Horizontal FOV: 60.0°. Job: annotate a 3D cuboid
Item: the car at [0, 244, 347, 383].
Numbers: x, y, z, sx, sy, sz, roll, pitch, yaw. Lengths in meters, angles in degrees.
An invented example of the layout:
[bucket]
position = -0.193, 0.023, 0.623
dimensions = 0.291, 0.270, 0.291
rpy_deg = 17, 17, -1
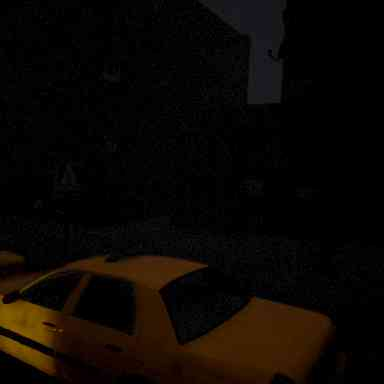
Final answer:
[car]
position = -1.039, 1.444, 4.208
dimensions = 5.366, 1.575, 1.946
rpy_deg = 0, 1, 33
